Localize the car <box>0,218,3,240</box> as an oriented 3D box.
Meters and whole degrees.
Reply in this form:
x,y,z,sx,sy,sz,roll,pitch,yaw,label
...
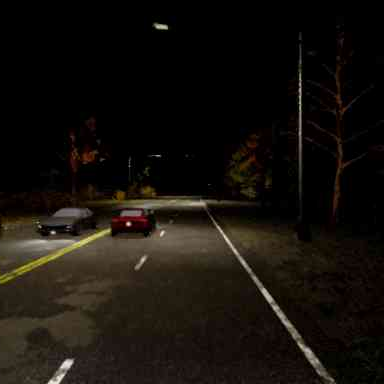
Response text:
x,y,z,sx,sy,sz,roll,pitch,yaw,label
-9.816,1.345,13.500,2.097,1.767,4.553,0,0,0,car

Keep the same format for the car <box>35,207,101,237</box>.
x,y,z,sx,sy,sz,roll,pitch,yaw,label
-6.526,1.536,18.334,2.033,1.411,5.357,0,0,1,car

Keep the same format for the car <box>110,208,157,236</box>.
x,y,z,sx,sy,sz,roll,pitch,yaw,label
-3.122,1.553,18.408,1.994,1.385,4.181,0,0,0,car
